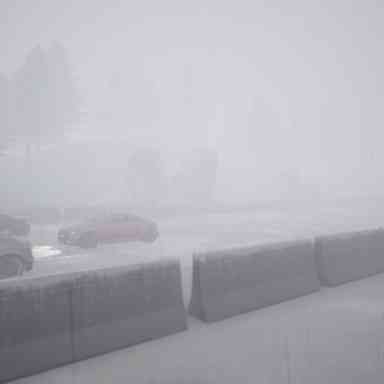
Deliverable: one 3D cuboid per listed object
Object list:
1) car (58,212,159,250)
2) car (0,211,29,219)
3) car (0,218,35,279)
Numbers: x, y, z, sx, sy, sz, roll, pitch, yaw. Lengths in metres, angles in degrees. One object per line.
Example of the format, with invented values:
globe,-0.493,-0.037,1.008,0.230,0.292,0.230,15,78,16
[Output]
car,-3.519,1.571,14.372,4.181,1.385,1.994,0,0,-35
car,-9.687,1.476,14.278,5.008,1.535,1.882,0,0,-35
car,-6.188,1.562,8.175,4.181,1.385,1.994,0,0,-35
